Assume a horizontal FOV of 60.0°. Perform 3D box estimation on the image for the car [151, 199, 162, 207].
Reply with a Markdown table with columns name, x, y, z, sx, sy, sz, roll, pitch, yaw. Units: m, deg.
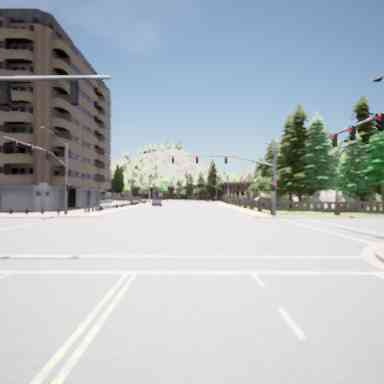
| name | x | y | z | sx | sy | sz | roll | pitch | yaw |
| --- | --- | --- | --- | --- | --- | --- | --- | --- | --- |
| car | -6.986 | 2.236 | 66.650 | 1.812 | 1.442 | 4.674 | 0 | 0 | 0 |
